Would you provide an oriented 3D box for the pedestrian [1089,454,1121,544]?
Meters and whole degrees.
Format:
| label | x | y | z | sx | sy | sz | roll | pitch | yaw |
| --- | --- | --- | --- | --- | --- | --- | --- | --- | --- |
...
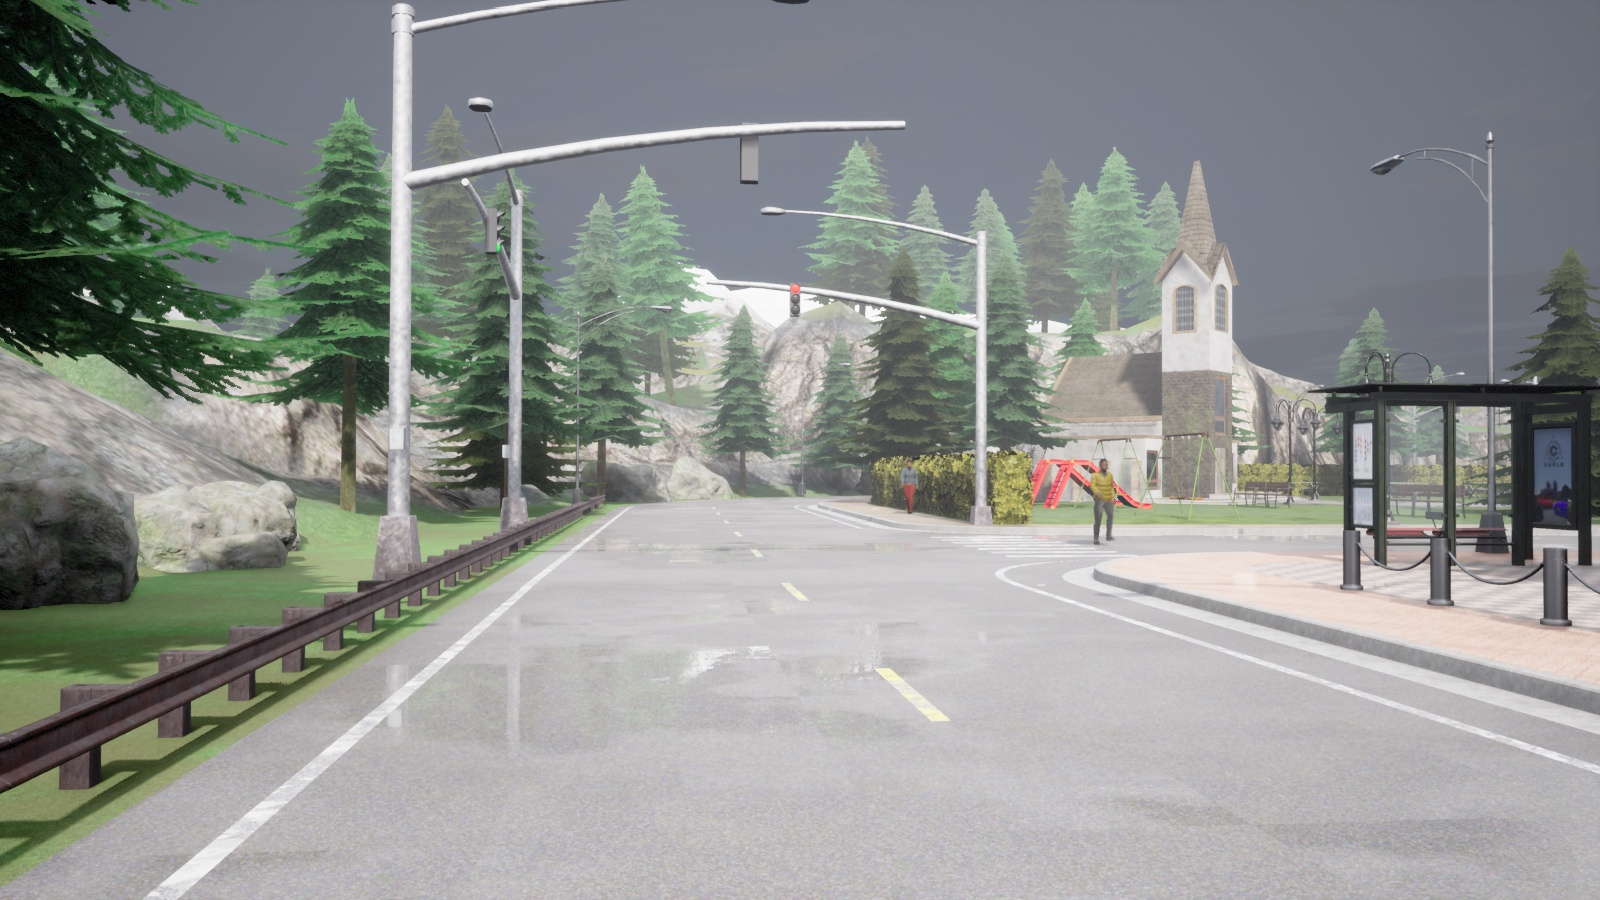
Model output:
| label | x | y | z | sx | sy | sz | roll | pitch | yaw |
| --- | --- | --- | --- | --- | --- | --- | --- | --- | --- |
| pedestrian | 6.337 | 1.012 | 26.120 | 0.431 | 1.840 | 0.709 | 0 | -1 | -6 |

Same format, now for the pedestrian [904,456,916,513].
| label | x | y | z | sx | sy | sz | roll | pitch | yaw |
| --- | --- | --- | --- | --- | --- | --- | --- | --- | --- |
| pedestrian | 3.599 | 1.134 | 40.941 | 0.353 | 1.847 | 0.614 | 0 | -1 | 7 |
